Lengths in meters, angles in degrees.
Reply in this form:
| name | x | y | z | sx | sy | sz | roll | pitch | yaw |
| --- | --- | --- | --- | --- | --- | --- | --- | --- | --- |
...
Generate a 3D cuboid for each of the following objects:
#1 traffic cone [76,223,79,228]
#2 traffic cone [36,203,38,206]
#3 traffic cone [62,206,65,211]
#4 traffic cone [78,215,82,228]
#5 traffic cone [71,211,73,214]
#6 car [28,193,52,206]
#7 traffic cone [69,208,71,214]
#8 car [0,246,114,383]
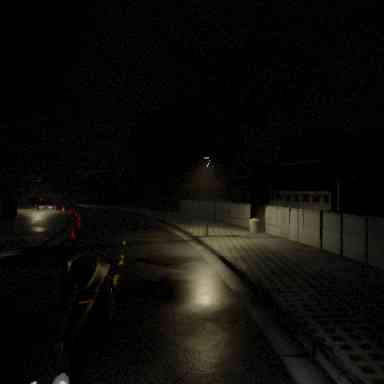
| name | x | y | z | sx | sy | sz | roll | pitch | yaw |
| --- | --- | --- | --- | --- | --- | --- | --- | --- | --- |
| traffic cone | -5.869 | 1.949 | 16.300 | 0.340 | 0.580 | 0.340 | 0 | 0 | -13 |
| traffic cone | -23.514 | 1.916 | 50.381 | 0.340 | 0.580 | 0.340 | 0 | 0 | -42 |
| traffic cone | -14.931 | 1.929 | 38.671 | 0.340 | 0.580 | 0.340 | 0 | 0 | -31 |
| traffic cone | -7.120 | 1.946 | 20.982 | 0.340 | 0.580 | 0.340 | 0 | 0 | -17 |
| traffic cone | -10.477 | 1.937 | 30.068 | 0.340 | 0.580 | 0.340 | 0 | 0 | -24 |
| car | -25.042 | 1.174 | 54.715 | 5.566 | 2.045 | 2.150 | 0 | 0 | 44 |
| traffic cone | -12.571 | 1.933 | 34.439 | 0.340 | 0.580 | 0.340 | 0 | 0 | -27 |
| car | -2.164 | 1.525 | 4.307 | 1.812 | 1.442 | 4.674 | 0 | 0 | -5 |
